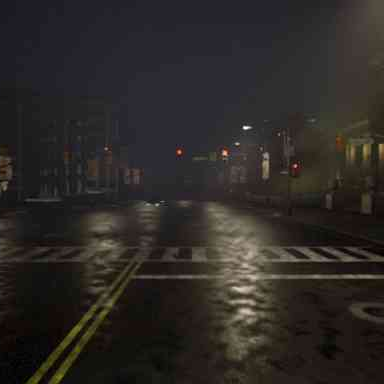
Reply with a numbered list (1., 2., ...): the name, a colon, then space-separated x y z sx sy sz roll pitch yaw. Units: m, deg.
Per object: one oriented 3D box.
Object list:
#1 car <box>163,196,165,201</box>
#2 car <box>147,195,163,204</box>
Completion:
1. car: -7.332 1.368 76.812 2.033 1.411 5.357 0 0 -7
2. car: -7.044 1.340 61.294 1.882 1.535 5.008 0 0 0
